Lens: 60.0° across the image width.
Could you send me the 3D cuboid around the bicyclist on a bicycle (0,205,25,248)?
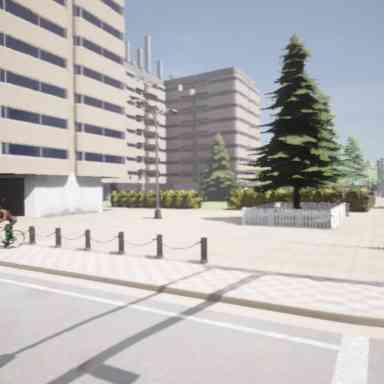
[{"bbox_3d":[-6.802,1.293,11.998,0.582,1.620,1.656,-1,1,29],"label":"bicyclist on a bicycle"}]
